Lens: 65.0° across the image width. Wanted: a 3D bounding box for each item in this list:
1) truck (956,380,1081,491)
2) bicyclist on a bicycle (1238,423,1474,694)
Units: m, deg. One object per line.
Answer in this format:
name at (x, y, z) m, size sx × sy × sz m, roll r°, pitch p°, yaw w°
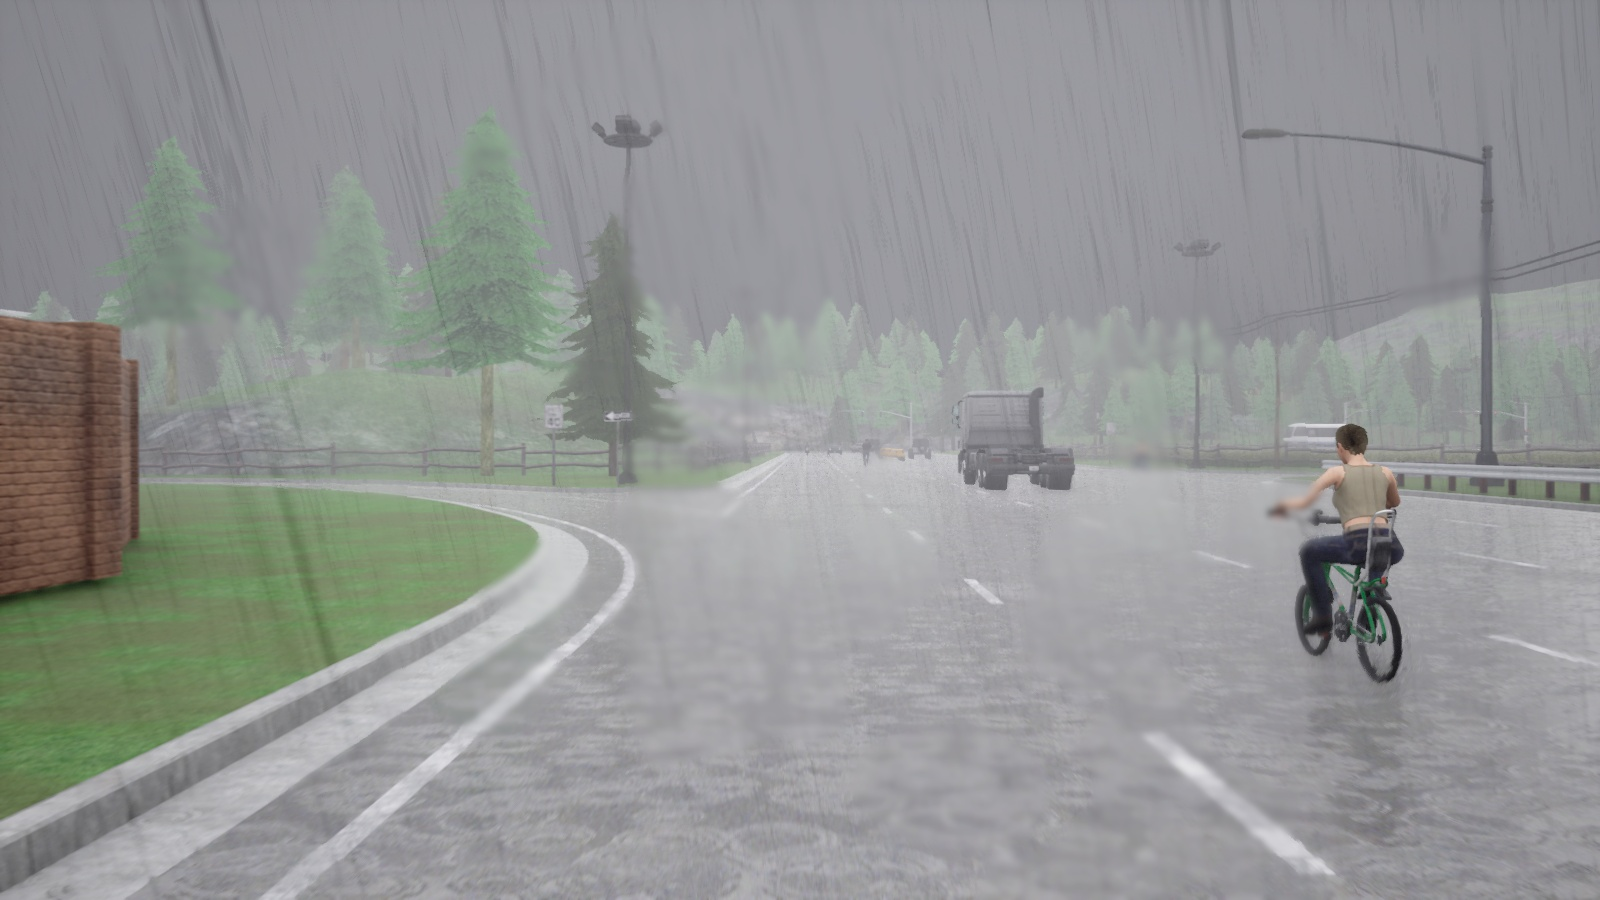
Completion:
truck at (7.259, -0.471, 42.842) m, size 2.891 × 3.462 × 7.936 m, roll 0°, pitch 0°, yaw 0°
bicyclist on a bicycle at (3.567, 0.640, 8.216) m, size 0.866 × 1.612 × 1.509 m, roll 0°, pitch 0°, yaw 0°
